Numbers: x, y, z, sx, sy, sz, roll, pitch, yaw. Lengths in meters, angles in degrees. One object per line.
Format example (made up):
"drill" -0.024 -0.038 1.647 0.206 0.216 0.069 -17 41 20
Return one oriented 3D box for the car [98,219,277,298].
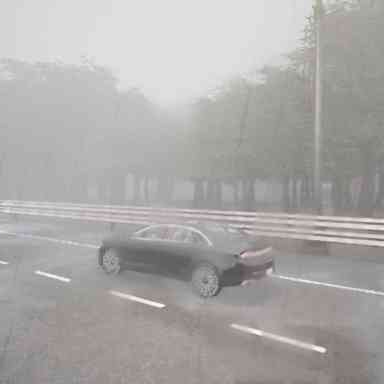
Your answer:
"car" -0.340 1.443 8.411 4.902 1.511 2.128 1 0 35
